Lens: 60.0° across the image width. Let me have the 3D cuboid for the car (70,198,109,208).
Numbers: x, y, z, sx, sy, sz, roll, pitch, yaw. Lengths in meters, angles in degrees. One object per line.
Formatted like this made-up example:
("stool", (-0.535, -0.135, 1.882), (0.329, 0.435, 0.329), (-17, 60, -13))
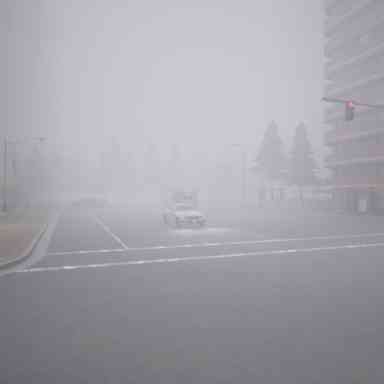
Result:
("car", (-14.787, 1.511, 48.113), (5.357, 1.411, 2.033), (0, 0, 11))

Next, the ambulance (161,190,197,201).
("ambulance", (-1.551, 1.031, 35.311), (2.351, 2.431, 6.366), (0, 0, -21))

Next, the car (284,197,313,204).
("car", (17.683, 1.492, 55.550), (5.357, 1.411, 2.033), (0, 0, -20))

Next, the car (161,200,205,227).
("car", (-0.646, 1.526, 22.842), (1.812, 1.442, 4.674), (0, 0, -20))
